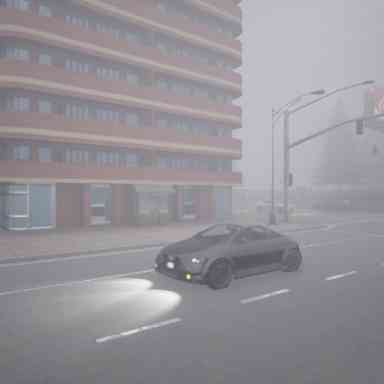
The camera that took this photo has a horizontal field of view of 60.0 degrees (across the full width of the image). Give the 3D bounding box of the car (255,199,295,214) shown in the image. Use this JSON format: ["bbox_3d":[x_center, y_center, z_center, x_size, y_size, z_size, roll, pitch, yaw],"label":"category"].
[{"bbox_3d":[8.903,1.526,36.193,1.812,1.442,4.674,0,0,-36],"label":"car"}]

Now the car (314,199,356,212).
[{"bbox_3d":[16.286,1.525,38.126,1.812,1.442,4.674,0,0,-36],"label":"car"}]

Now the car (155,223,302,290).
[{"bbox_3d":[1.102,1.564,9.117,4.181,1.385,1.994,0,0,-36],"label":"car"}]
